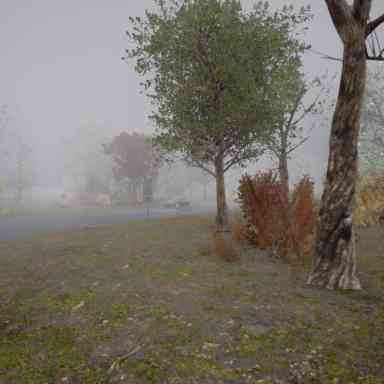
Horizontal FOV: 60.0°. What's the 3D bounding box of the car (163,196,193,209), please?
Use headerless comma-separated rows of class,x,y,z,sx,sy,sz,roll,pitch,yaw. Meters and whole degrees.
car,-1.702,1.309,41.393,1.837,1.490,4.892,0,0,31

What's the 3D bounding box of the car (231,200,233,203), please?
car,8.492,1.174,58.337,1.882,1.535,5.008,0,0,31
